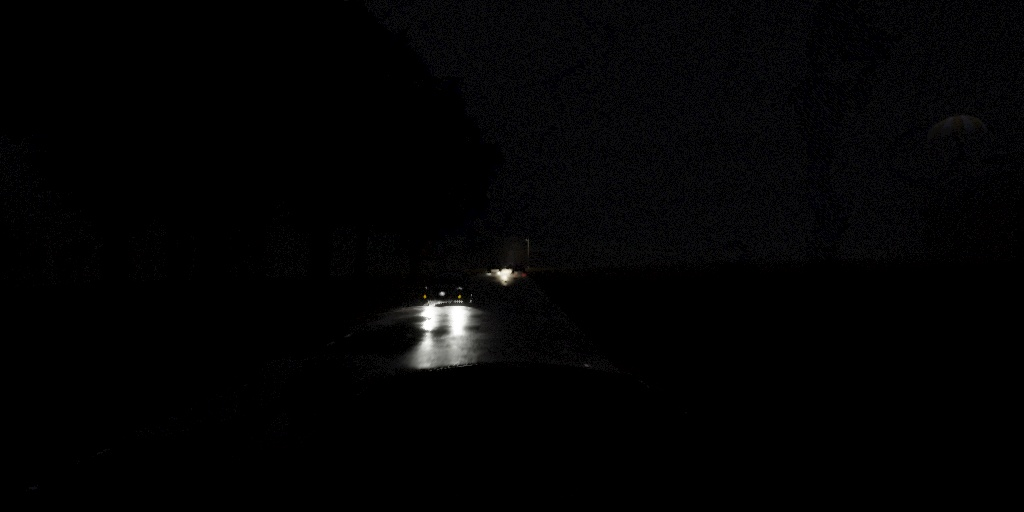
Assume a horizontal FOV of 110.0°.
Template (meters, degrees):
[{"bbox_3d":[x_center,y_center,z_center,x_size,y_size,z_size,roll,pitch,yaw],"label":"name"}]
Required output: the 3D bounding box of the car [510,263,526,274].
[{"bbox_3d":[0.963,1.770,51.740,1.812,1.442,4.674,0,-1,0],"label":"car"}]

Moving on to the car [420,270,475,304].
[{"bbox_3d":[-2.848,1.352,16.590,1.994,1.385,4.181,0,0,0],"label":"car"}]

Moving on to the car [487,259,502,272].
[{"bbox_3d":[-2.795,1.568,57.783,2.150,2.045,5.566,0,-1,1],"label":"car"}]
